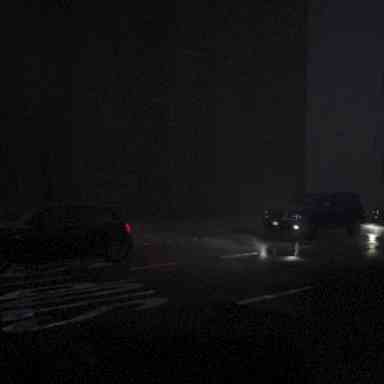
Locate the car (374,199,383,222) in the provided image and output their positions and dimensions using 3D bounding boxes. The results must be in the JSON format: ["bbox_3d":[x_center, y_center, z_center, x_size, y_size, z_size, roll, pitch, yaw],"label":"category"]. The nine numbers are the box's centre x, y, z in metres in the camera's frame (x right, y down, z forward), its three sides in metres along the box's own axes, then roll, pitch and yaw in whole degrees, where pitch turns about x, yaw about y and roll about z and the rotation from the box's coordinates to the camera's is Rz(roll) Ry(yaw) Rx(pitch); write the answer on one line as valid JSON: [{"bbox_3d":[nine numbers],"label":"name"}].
[{"bbox_3d":[13.646,1.211,22.732,1.882,1.535,5.008,1,1,36],"label":"car"}]

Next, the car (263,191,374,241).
[{"bbox_3d":[5.905,1.002,15.781,5.566,2.045,2.150,0,1,-33],"label":"car"}]

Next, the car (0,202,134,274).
[{"bbox_3d":[-4.097,1.138,9.737,4.553,1.767,2.097,0,1,-30],"label":"car"}]
